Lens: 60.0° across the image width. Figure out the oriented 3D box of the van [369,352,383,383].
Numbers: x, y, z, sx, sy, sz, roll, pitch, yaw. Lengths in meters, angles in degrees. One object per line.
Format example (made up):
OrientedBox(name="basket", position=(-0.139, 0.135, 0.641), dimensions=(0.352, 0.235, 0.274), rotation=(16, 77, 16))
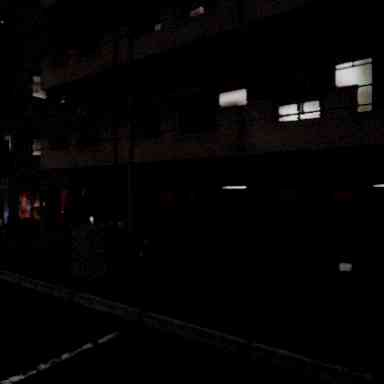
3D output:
OrientedBox(name="van", position=(2.684, 1.344, 0.962), dimensions=(3.998, 1.788, 1.690), rotation=(0, 0, 35))
